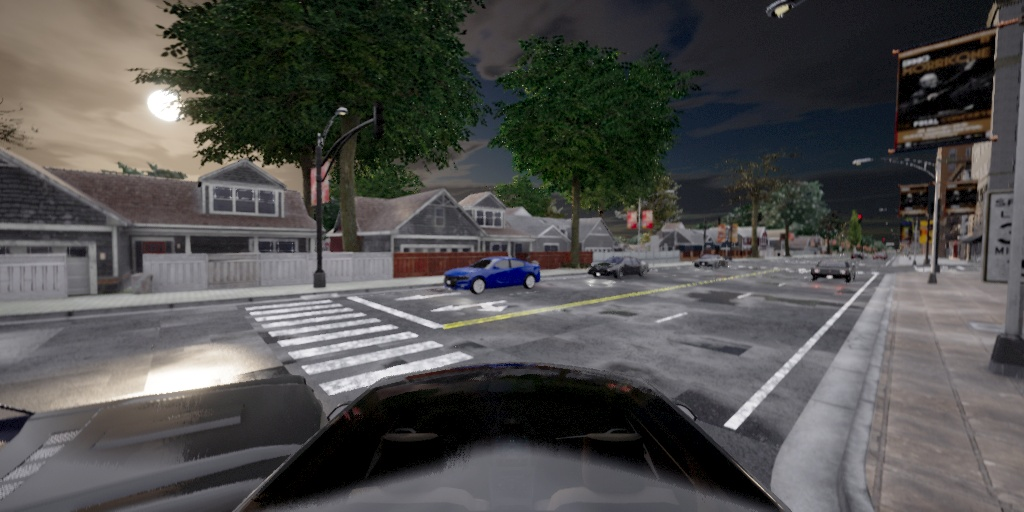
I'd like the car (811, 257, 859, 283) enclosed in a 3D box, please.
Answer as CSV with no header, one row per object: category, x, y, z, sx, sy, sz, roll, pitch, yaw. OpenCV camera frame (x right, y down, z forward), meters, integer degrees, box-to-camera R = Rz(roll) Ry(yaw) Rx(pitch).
car,21.253,0.954,23.616,4.718,1.301,1.895,-1,2,-43

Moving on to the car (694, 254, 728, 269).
car,19.697,0.520,35.454,4.181,1.385,1.994,-1,2,-42

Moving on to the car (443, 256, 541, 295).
car,-0.807,0.792,16.668,5.008,1.535,1.882,-1,3,-43

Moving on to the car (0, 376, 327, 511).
car,-3.341,1.370,1.539,4.718,1.301,1.895,-1,2,-33

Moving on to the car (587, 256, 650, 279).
car,7.330,0.715,24.169,5.357,1.411,2.033,-1,3,-43
